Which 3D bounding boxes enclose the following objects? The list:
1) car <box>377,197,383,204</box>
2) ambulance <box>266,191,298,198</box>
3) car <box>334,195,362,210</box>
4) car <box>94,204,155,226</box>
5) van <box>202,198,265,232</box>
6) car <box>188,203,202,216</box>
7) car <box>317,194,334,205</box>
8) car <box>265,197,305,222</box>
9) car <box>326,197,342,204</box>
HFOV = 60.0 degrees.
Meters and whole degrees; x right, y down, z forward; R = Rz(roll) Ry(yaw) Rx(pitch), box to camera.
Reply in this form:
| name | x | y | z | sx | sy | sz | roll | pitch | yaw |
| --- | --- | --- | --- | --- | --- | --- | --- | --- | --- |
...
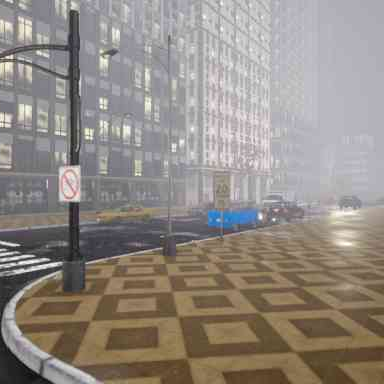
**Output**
| name | x | y | z | sx | sy | sz | roll | pitch | yaw |
| --- | --- | --- | --- | --- | --- | --- | --- | --- | --- |
| car | 38.212 | 1.658 | 66.518 | 1.947 | 1.339 | 4.313 | 0 | 0 | 38 |
| ambulance | 10.242 | 1.062 | 38.996 | 2.351 | 2.431 | 6.366 | 0 | 0 | 38 |
| car | 21.208 | 1.368 | 44.502 | 2.192 | 1.841 | 5.009 | 0 | 0 | 38 |
| car | -4.752 | 1.540 | 23.993 | 1.752 | 1.417 | 4.829 | 0 | 0 | 38 |
| van | 2.631 | 1.368 | 20.268 | 1.690 | 1.788 | 3.998 | 0 | 0 | 38 |
| car | 1.368 | 1.604 | 31.706 | 1.802 | 1.307 | 4.206 | 0 | 0 | 38 |
| car | 25.175 | 1.380 | 62.530 | 2.192 | 1.841 | 5.009 | 0 | 0 | 38 |
| car | 7.605 | 1.472 | 26.889 | 1.967 | 1.590 | 4.097 | 0 | 0 | 38 |
| car | 28.576 | 1.624 | 66.932 | 2.008 | 1.369 | 4.403 | 0 | 0 | 38 |
